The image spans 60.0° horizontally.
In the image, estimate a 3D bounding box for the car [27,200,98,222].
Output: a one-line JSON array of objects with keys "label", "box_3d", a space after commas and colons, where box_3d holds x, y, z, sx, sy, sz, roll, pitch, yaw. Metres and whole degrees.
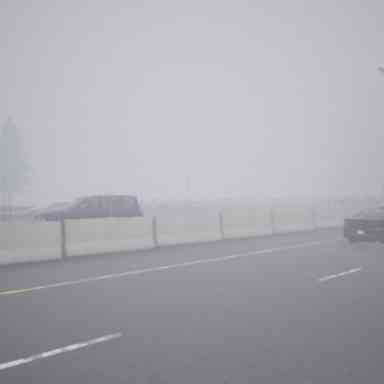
[{"label": "car", "box_3d": [-10.359, 1.428, 26.703, 5.008, 1.535, 1.882, 0, 0, -36]}]

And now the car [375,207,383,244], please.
[{"label": "car", "box_3d": [7.143, 1.273, 8.852, 4.553, 1.767, 2.097, -1, 0, -36]}]

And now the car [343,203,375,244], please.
[{"label": "car", "box_3d": [8.410, 1.370, 14.055, 5.008, 1.535, 1.882, -1, 0, -36]}]

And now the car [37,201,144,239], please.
[{"label": "car", "box_3d": [-5.252, 1.180, 17.448, 5.566, 2.045, 2.150, -1, 0, -36]}]
